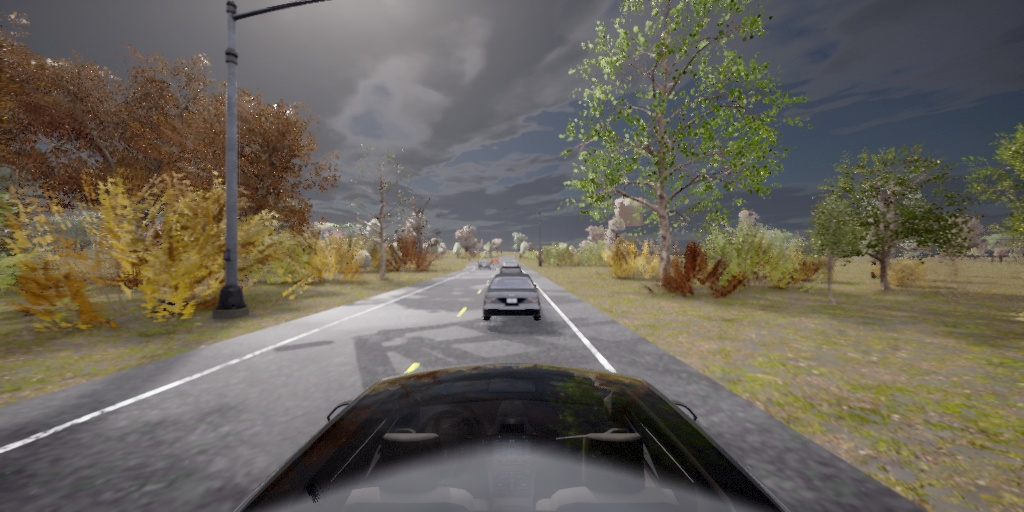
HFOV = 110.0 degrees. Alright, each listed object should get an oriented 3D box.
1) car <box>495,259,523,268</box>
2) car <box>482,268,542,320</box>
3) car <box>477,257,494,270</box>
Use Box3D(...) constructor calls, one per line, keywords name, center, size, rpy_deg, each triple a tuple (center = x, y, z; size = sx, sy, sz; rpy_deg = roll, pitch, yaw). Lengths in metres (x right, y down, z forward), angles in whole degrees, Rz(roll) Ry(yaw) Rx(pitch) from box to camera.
Box3D(name="car", center=(-0.093, 1.257, 31.333), size=(2.128, 1.511, 4.902), rpy_deg=(0, 0, 0))
Box3D(name="car", center=(0.008, 1.303, 12.607), size=(2.033, 1.411, 5.357), rpy_deg=(0, 0, 0))
Box3D(name="car", center=(-4.151, 1.249, 54.306), size=(2.128, 1.511, 4.902), rpy_deg=(0, 0, -3))
